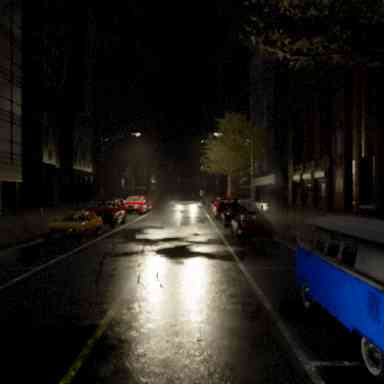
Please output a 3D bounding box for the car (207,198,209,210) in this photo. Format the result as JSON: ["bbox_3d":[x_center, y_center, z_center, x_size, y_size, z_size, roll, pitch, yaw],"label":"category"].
[{"bbox_3d":[2.867,1.574,33.348,1.887,1.381,4.507,0,0,0],"label":"car"}]

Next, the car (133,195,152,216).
[{"bbox_3d":[-5.659,1.345,33.360,2.192,1.841,5.009,0,0,0],"label":"car"}]

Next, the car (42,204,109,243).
[{"bbox_3d":[-5.663,1.526,16.273,1.752,1.417,4.829,0,0,0],"label":"car"}]

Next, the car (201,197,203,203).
[{"bbox_3d":[2.873,1.658,55.906,1.802,1.307,4.206,0,0,0],"label":"car"}]

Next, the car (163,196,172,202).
[{"bbox_3d":[-5.647,1.727,78.469,1.802,1.307,4.206,0,0,0],"label":"car"}]

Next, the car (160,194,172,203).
[{"bbox_3d":[-5.649,1.440,72.830,2.192,1.841,5.009,0,0,0],"label":"car"}]

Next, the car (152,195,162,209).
[{"bbox_3d":[-5.656,1.365,44.637,2.192,1.841,5.009,0,0,0],"label":"car"}]

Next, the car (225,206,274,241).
[{"bbox_3d":[2.862,1.583,16.431,1.802,1.307,4.206,0,0,0],"label":"car"}]

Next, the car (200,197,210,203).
[{"bbox_3d":[2.877,1.691,72.824,1.947,1.339,4.313,0,0,0],"label":"car"}]

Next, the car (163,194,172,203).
[{"bbox_3d":[-5.649,1.673,67.191,1.947,1.339,4.313,0,0,0],"label":"car"}]

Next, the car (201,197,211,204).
[{"bbox_3d":[2.876,1.689,67.185,1.802,1.307,4.206,0,0,0],"label":"car"}]

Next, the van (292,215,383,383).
[{"bbox_3d":[2.860,1.340,5.151,1.690,1.788,3.998,0,0,0],"label":"van"}]

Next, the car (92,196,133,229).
[{"bbox_3d":[-5.662,1.324,22.081,2.192,1.841,5.009,0,0,0],"label":"car"}]

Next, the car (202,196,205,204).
[{"bbox_3d":[2.871,1.588,50.438,1.752,1.417,4.829,0,0,0],"label":"car"}]

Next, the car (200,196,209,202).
[{"bbox_3d":[2.878,1.711,78.465,1.947,1.339,4.313,0,0,0],"label":"car"}]

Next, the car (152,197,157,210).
[{"bbox_3d":[-5.657,1.606,38.998,1.947,1.339,4.313,0,0,0],"label":"car"}]

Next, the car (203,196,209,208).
[{"bbox_3d":[2.870,1.617,44.627,1.947,1.339,4.313,0,0,0],"label":"car"}]

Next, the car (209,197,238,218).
[{"bbox_3d":[2.865,1.335,27.709,2.192,1.841,5.009,0,0,0],"label":"car"}]

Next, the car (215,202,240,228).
[{"bbox_3d":[2.863,1.575,22.068,1.947,1.339,4.313,0,0,0],"label":"car"}]

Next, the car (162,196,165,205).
[{"bbox_3d":[-5.654,1.607,50.276,1.887,1.381,4.507,0,0,0],"label":"car"}]

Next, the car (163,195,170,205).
[{"bbox_3d":[-5.651,1.656,61.553,1.947,1.339,4.313,0,0,0],"label":"car"}]
